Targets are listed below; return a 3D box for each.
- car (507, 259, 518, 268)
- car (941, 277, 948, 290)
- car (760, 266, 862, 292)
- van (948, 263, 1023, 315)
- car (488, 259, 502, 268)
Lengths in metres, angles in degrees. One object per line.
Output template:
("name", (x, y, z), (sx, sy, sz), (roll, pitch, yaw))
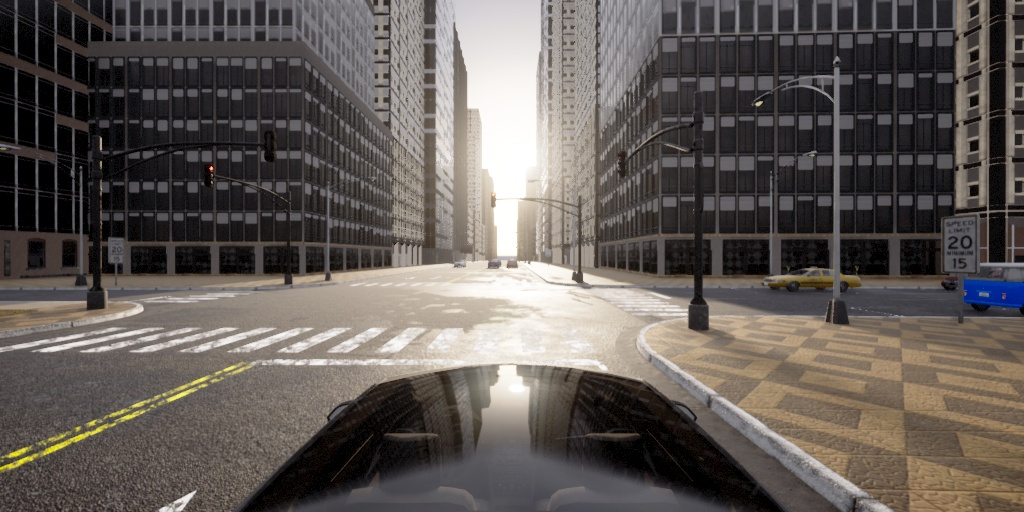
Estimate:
("car", (0.050, 1.421, 63.666), (1.994, 1.385, 4.181), (0, 0, 0))
("car", (26.937, 1.355, 20.160), (4.207, 1.307, 1.802), (0, 0, 2))
("car", (17.103, 1.292, 20.652), (4.829, 1.417, 1.751), (0, 0, 2))
("van", (18.367, 1.118, 12.479), (3.998, 1.789, 1.690), (0, 0, 2))
("car", (-3.201, 1.332, 62.836), (1.882, 1.535, 5.008), (0, 0, 0))
